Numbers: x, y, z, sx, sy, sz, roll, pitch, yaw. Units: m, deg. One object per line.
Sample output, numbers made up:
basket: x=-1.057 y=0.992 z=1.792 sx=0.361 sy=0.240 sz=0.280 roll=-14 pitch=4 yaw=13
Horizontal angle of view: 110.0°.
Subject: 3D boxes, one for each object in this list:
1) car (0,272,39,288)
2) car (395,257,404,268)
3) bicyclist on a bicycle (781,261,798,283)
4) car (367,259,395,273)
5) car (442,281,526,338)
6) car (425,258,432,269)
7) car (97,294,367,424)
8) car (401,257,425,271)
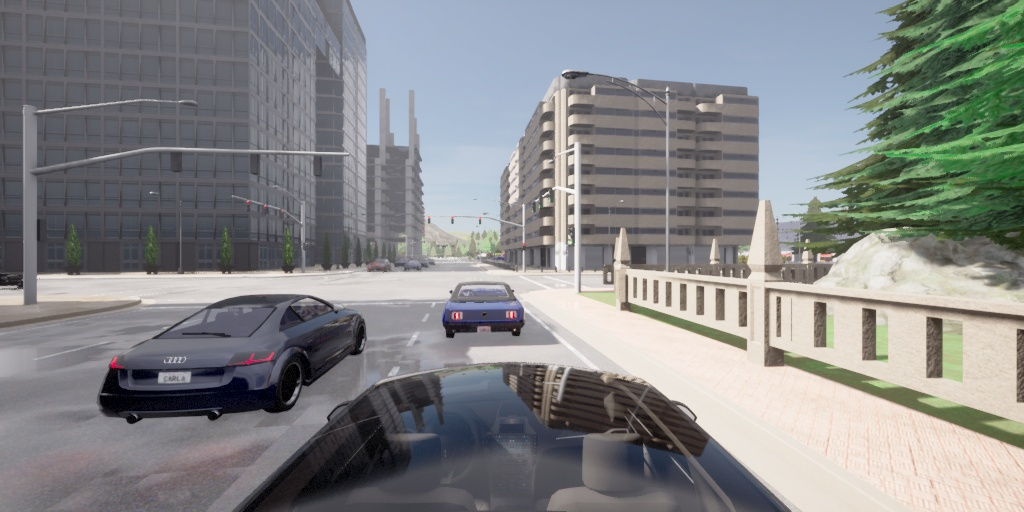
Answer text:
car: x=-32.504 y=1.406 z=21.826 sx=4.718 sy=1.301 sz=1.895 roll=0 pitch=0 yaw=-8
car: x=-18.492 y=1.100 z=60.326 sx=2.097 sy=1.767 sz=4.553 roll=0 pitch=0 yaw=-8
bicyclist on a bicycle: x=16.443 y=1.106 z=21.578 sx=0.582 sy=1.620 sz=1.656 roll=0 pitch=0 yaw=-8
car: x=-16.260 y=1.102 z=44.025 sx=2.097 sy=1.767 sz=4.553 roll=0 pitch=0 yaw=-8
car: x=-0.847 y=1.351 z=10.200 sx=1.895 sy=1.301 sz=4.718 roll=0 pitch=0 yaw=-6
car: x=-14.646 y=1.101 z=57.964 sx=2.097 sy=1.767 sz=4.553 roll=0 pitch=0 yaw=-8
car: x=-3.928 y=1.314 z=5.963 sx=1.994 sy=1.385 sz=4.181 roll=0 pitch=0 yaw=-6
car: x=-13.316 y=1.275 z=48.372 sx=1.812 sy=1.442 sz=4.674 roll=0 pitch=0 yaw=-8
